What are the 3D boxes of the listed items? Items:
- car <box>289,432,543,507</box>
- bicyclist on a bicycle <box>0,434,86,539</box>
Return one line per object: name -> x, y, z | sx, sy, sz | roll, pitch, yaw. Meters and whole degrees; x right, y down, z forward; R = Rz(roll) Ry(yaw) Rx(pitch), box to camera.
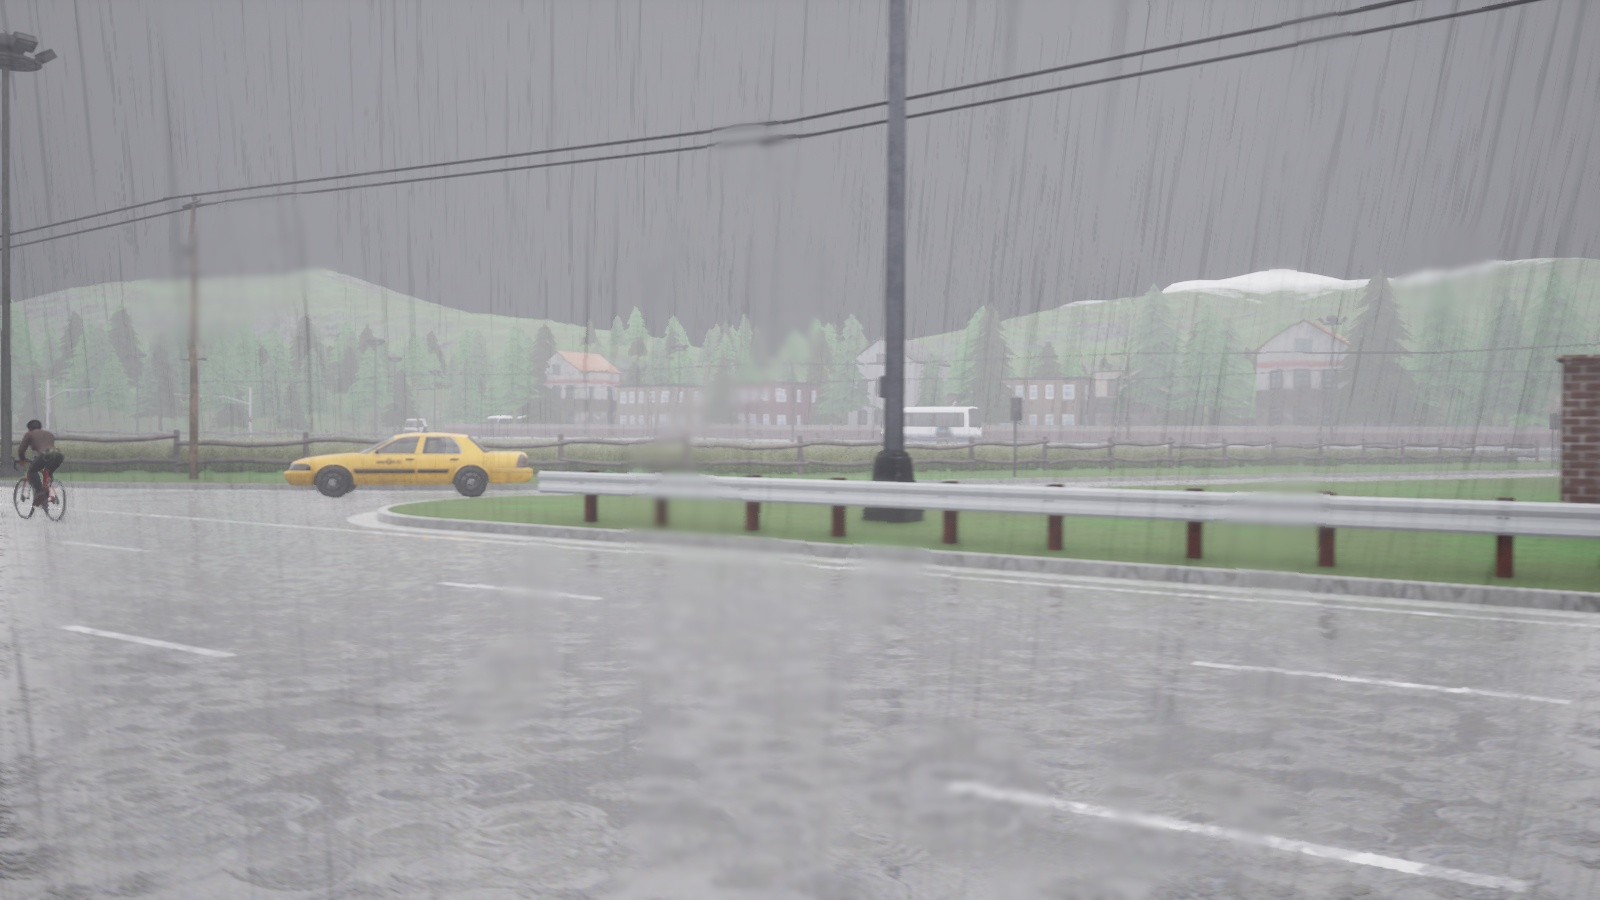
car -> -8.633, 0.404, 28.633 | 5.366, 1.575, 1.801 | -1, 1, -13
bicyclist on a bicycle -> -12.185, 0.563, 20.122 | 1.656, 1.620, 0.582 | 0, 1, 34
